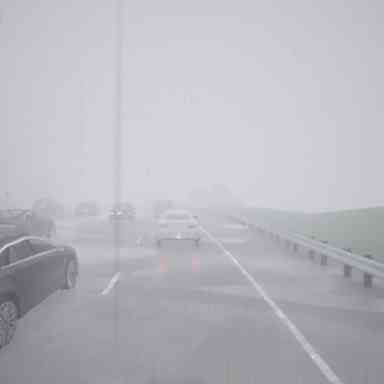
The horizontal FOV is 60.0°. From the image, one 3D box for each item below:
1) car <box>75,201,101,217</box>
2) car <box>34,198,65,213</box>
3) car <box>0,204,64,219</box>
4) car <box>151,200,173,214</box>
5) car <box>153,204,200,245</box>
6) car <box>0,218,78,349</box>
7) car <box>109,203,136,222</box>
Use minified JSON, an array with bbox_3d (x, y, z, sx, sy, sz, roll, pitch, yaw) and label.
[{"bbox_3d":[-9.928,1.563,31.873,1.994,1.385,4.181,0,0,-10],"label":"car"},{"bbox_3d":[-13.317,1.358,30.929,2.097,1.767,4.553,0,0,-10],"label":"car"},{"bbox_3d":[-7.678,1.497,14.855,2.128,1.511,4.902,0,0,-5],"label":"car"},{"bbox_3d":[-2.754,1.478,31.449,2.128,1.511,4.902,0,0,-10],"label":"car"},{"bbox_3d":[-0.709,1.518,15.390,1.812,1.442,4.674,0,0,-5],"label":"car"},{"bbox_3d":[-3.630,1.495,6.176,2.128,1.511,4.902,0,0,-2],"label":"car"},{"bbox_3d":[-5.399,1.542,25.974,2.033,1.411,5.357,0,0,-8],"label":"car"}]
